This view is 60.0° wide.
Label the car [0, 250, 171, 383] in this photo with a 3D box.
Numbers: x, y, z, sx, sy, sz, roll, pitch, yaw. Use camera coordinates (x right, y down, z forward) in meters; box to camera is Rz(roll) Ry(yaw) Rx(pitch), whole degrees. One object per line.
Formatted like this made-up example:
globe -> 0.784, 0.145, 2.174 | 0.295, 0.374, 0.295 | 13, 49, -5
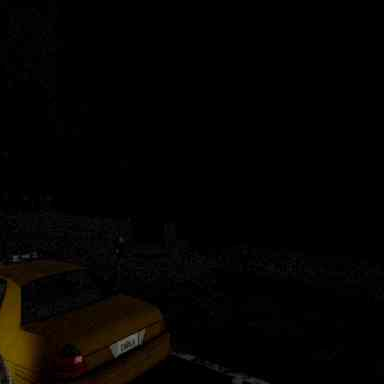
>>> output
car -> -2.536, 1.525, 4.766 | 4.829, 1.417, 1.752 | 0, 0, 35
